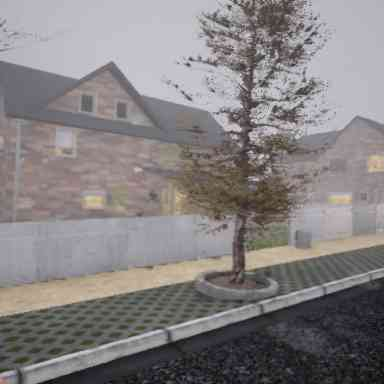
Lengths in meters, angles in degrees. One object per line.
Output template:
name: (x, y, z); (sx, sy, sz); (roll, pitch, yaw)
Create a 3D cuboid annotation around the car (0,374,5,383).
car: (-2.979, 1.352, 0.947); (4.553, 1.767, 2.097); (0, 0, -35)
